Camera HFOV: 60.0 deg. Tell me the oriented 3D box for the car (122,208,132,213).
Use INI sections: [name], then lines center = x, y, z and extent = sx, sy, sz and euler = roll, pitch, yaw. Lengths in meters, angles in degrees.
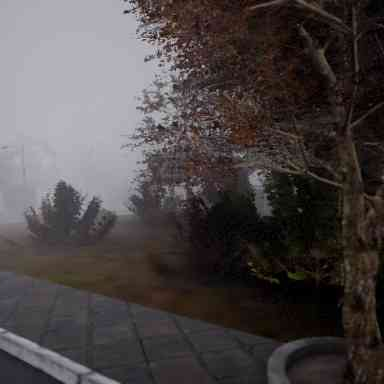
[car]
center = -11.735, 3.412, 65.520
extent = 1.812, 1.442, 4.674
euler = -4, -3, 32
